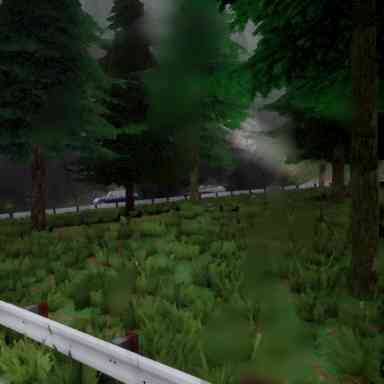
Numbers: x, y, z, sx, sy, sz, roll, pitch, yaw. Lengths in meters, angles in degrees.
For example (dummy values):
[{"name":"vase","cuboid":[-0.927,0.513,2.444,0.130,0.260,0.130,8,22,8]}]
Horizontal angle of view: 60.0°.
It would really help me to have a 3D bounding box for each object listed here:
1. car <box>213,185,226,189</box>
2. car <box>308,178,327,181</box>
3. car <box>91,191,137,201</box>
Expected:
[{"name":"car","cuboid":[1.491,-0.019,36.691,4.902,1.511,2.128,-4,1,-12]},{"name":"car","cuboid":[13.628,-0.851,37.106,4.181,1.385,1.994,-4,-1,11]},{"name":"car","cuboid":[-7.664,0.592,32.739,4.553,1.767,2.097,-5,3,-29]}]
